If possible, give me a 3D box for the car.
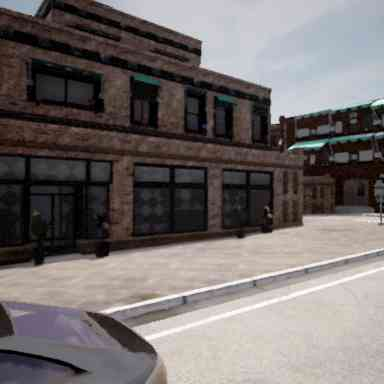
[{"bbox_3d":[-2.178,1.568,2.139,4.181,1.385,1.994,0,0,-35],"label":"car"}]
